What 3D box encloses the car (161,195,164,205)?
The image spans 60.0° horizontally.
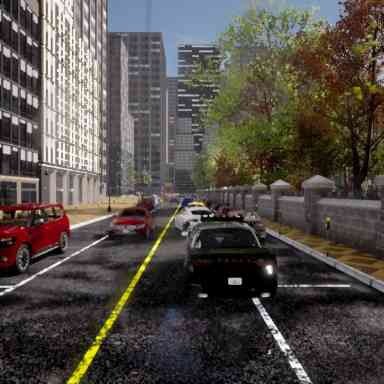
[{"bbox_3d":[-6.089,1.564,55.017,1.802,1.307,4.206,0,0,-1],"label":"car"}]

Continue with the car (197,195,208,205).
[{"bbox_3d":[1.868,1.419,60.582,1.967,1.590,4.097,0,0,-1],"label":"car"}]

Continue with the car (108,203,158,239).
[{"bbox_3d":[-3.021,1.523,17.347,1.812,1.442,4.674,0,0,-1],"label":"car"}]

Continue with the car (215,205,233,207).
[{"bbox_3d":[2.409,1.548,16.186,2.008,1.369,4.403,0,0,-1],"label":"car"}]

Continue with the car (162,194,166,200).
[{"bbox_3d":[-6.155,1.504,60.387,1.752,1.417,4.829,0,0,-1],"label":"car"}]

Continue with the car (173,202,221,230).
[{"bbox_3d":[0.171,1.523,18.328,1.812,1.442,4.674,0,0,-13],"label":"car"}]

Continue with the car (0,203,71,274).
[{"bbox_3d":[-5.552,1.314,10.689,2.192,1.841,5.009,0,0,-1],"label":"car"}]

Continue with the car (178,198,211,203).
[{"bbox_3d":[0.312,1.452,24.760,1.801,1.575,5.366,0,0,4],"label":"car"}]

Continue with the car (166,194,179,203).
[{"bbox_3d":[-3.515,1.538,66.216,1.994,1.385,4.181,0,0,-1],"label":"car"}]

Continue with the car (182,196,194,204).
[{"bbox_3d":[-0.735,1.468,63.931,2.128,1.511,4.902,0,0,-1],"label":"car"}]

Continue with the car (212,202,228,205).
[{"bbox_3d":[2.341,1.578,21.736,1.802,1.307,4.206,0,0,-1],"label":"car"}]

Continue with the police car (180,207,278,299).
[{"bbox_3d":[0.757,1.424,8.647,1.930,1.638,5.238,0,0,-1],"label":"police car"}]

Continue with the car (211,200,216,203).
[{"bbox_3d":[2.273,1.561,27.285,1.947,1.339,4.313,0,0,-1],"label":"car"}]

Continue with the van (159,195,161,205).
[{"bbox_3d":[-6.022,1.327,49.476,1.690,1.788,3.998,0,0,-1],"label":"van"}]

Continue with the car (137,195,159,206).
[{"bbox_3d":[-5.955,1.304,43.936,2.192,1.841,5.009,0,0,-1],"label":"car"}]

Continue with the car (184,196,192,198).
[{"bbox_3d":[-0.483,1.465,45.857,1.882,1.535,5.008,0,0,0],"label":"car"}]
